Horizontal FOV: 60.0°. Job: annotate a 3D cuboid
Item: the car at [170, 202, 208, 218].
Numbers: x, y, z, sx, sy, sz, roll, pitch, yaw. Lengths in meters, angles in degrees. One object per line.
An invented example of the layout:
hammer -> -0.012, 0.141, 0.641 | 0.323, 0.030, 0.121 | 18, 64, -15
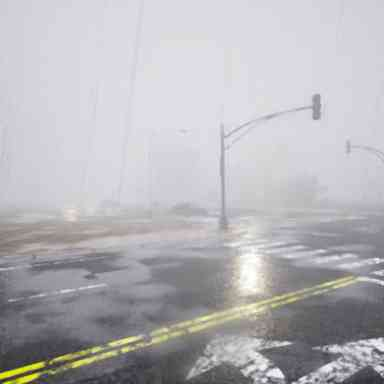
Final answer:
car -> -0.325, 1.621, 30.722 | 1.994, 1.385, 4.181 | -1, 1, -33

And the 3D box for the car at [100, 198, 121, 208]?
car -> -12.014, 1.636, 48.764 | 1.994, 1.385, 4.181 | -1, 1, -33
